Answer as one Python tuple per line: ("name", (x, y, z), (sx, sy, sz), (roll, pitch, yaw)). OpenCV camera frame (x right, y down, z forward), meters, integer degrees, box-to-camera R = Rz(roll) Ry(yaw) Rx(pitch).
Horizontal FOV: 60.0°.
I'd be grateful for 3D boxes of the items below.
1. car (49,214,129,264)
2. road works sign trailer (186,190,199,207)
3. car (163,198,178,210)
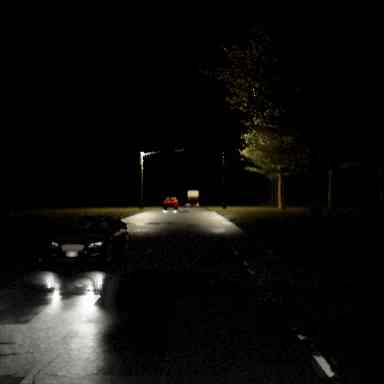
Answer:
("car", (-3.593, 1.623, 12.402), (2.128, 1.511, 4.902), (0, -1, 0))
("road works sign trailer", (0.255, 1.464, 71.417), (2.380, 3.560, 2.880), (0, -1, 2))
("car", (-3.526, 1.945, 55.543), (2.150, 2.045, 5.566), (0, -1, 1))
